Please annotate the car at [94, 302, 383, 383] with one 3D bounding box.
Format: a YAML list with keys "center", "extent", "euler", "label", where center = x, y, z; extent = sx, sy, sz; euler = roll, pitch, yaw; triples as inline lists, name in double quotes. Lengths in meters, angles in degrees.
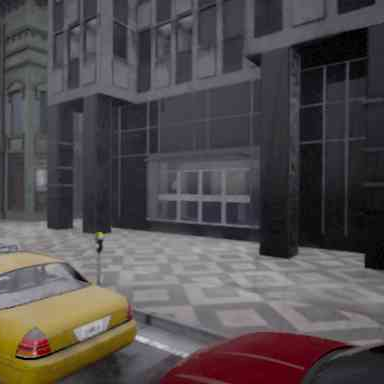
- center: [1.734, 1.548, 1.725]
  extent: [4.507, 1.381, 1.887]
  euler: [0, 0, 35]
  label: "car"

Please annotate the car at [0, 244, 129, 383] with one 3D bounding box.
- center: [-3.002, 1.489, 5.091]
  extent: [4.829, 1.417, 1.752]
  euler: [0, 0, 35]
  label: "car"
